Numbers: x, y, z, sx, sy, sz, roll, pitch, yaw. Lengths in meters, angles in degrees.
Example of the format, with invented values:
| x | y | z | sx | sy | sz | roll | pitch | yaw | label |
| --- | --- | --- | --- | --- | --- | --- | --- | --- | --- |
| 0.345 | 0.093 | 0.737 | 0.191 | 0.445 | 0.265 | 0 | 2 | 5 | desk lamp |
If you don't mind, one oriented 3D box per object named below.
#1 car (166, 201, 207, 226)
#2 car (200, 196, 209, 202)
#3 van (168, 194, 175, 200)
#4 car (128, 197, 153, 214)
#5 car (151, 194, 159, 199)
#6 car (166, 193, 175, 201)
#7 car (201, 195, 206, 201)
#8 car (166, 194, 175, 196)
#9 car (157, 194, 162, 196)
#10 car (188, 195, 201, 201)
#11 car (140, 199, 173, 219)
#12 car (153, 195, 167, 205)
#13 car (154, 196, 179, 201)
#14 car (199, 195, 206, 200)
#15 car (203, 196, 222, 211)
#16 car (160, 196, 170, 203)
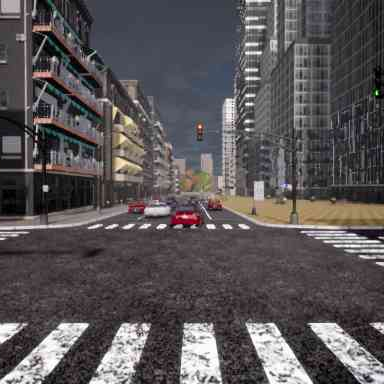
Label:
| x | y | z | sx | sy | sz | roll | pitch | yaw | label |
| --- | --- | --- | --- | --- | --- | --- | --- | --- | --- |
| -0.277 | 1.562 | 23.187 | 1.994 | 1.385 | 4.181 | 0 | 0 | 5 | car |
| 2.781 | 1.547 | 74.967 | 1.887 | 1.381 | 4.507 | -1 | 0 | 0 | car |
| -5.539 | 1.350 | 91.870 | 1.690 | 1.788 | 3.998 | -1 | 0 | 0 | van |
| -5.638 | 1.540 | 35.381 | 1.887 | 1.381 | 4.507 | -1 | 0 | 0 | car |
| -5.629 | 1.435 | 41.030 | 1.967 | 1.590 | 4.097 | -1 | 0 | 0 | car |
| -5.550 | 1.321 | 86.222 | 2.192 | 1.841 | 5.009 | -1 | 0 | 0 | car |
| 2.760 | 1.550 | 63.668 | 2.008 | 1.369 | 4.403 | -1 | 0 | 0 | car |
| -3.000 | 1.501 | 49.671 | 1.837 | 1.490 | 4.892 | 0 | 0 | 0 | car |
| -5.611 | 1.312 | 52.329 | 2.192 | 1.841 | 5.009 | -1 | 0 | 0 | car |
| 0.199 | 1.524 | 59.449 | 1.812 | 1.442 | 4.674 | 0 | 0 | 0 | car |
| -3.047 | 1.596 | 29.430 | 1.895 | 1.301 | 4.718 | 0 | 0 | 0 | car |
| -5.599 | 1.438 | 57.977 | 1.967 | 1.590 | 4.097 | -1 | 0 | 0 | car |
| -3.017 | 1.559 | 39.490 | 1.994 | 1.385 | 4.181 | 0 | 0 | 1 | car |
| 2.810 | 1.534 | 92.084 | 1.752 | 1.417 | 4.829 | -1 | 0 | 0 | car |
| 2.719 | 1.540 | 41.073 | 1.887 | 1.381 | 4.507 | -1 | 0 | 0 | car |
| -5.577 | 1.583 | 69.275 | 1.802 | 1.307 | 4.206 | -1 | 0 | 0 | car |
